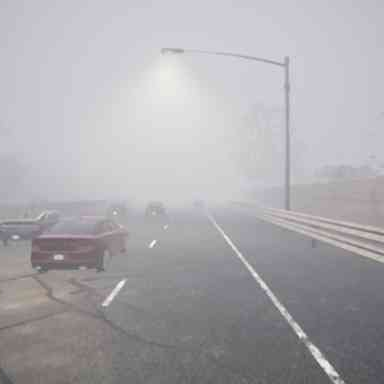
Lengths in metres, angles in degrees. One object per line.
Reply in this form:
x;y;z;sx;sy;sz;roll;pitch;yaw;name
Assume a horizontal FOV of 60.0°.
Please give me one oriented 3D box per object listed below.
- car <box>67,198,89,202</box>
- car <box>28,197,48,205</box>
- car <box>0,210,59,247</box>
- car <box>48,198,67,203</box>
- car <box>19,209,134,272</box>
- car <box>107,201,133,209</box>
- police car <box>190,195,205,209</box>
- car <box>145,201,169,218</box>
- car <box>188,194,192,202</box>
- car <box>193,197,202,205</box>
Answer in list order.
-17.567;1.747;52.764;1.837;1.490;4.892;0;0;0;car
-24.558;1.599;53.716;2.097;1.767;4.553;0;0;0;car
-6.904;1.562;15.440;2.128;1.511;4.902;0;0;0;car
-21.060;1.812;53.808;1.994;1.385;4.181;0;0;0;car
-3.402;1.528;10.966;1.882;1.535;5.008;0;0;0;car
-6.909;1.652;32.254;1.837;1.490;4.892;0;0;0;car
1.037;1.661;50.798;1.930;1.638;5.238;0;0;0;police car
-3.408;1.653;32.221;1.837;1.490;4.892;0;0;0;car
-0.021;1.802;84.557;2.033;1.411;5.357;0;0;0;car
1.033;1.819;66.689;1.837;1.490;4.892;0;0;0;car
